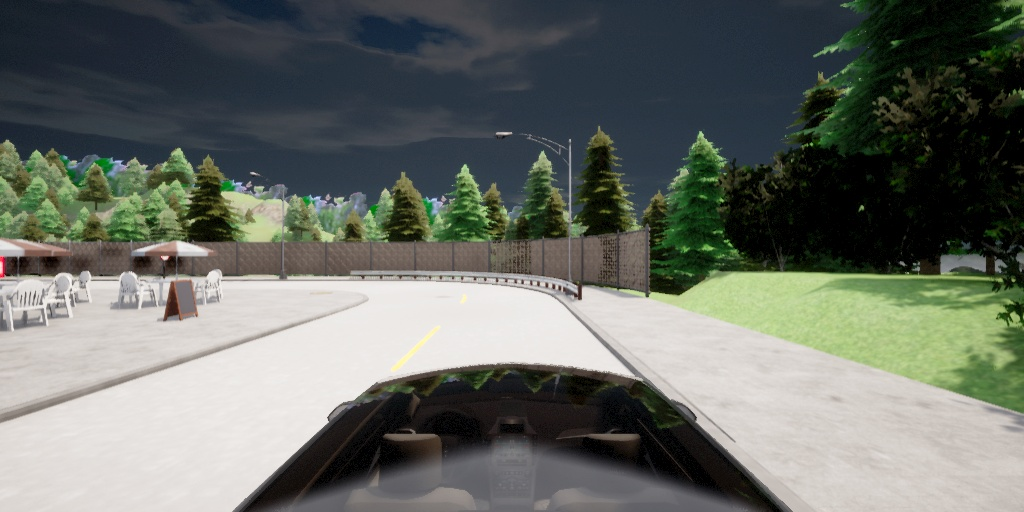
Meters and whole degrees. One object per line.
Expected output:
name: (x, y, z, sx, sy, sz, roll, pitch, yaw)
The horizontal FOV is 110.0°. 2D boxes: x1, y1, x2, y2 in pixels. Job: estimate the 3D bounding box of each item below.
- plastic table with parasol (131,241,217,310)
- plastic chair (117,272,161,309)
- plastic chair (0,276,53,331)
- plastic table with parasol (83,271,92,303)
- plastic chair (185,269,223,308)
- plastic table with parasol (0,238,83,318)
plastic table with parasol: (-13.370, 0.654, 14.299, 2.482, 2.480, 2.482, 0, 0, 0)
plastic chair: (-13.530, 1.258, 12.989, 0.750, 1.272, 0.730, 0, 0, 0)
plastic chair: (-12.839, 1.257, 9.319, 0.730, 1.272, 0.750, 0, 0, 0)
plastic table with parasol: (-17.680, 0.653, 12.839, 2.482, 2.480, 2.482, 0, 0, 0)
plastic chair: (-12.120, 1.258, 14.149, 0.730, 1.272, 0.750, 0, 0, 0)
plastic table with parasol: (-14.090, 0.653, 9.438, 2.482, 2.480, 2.482, 0, 0, 0)
